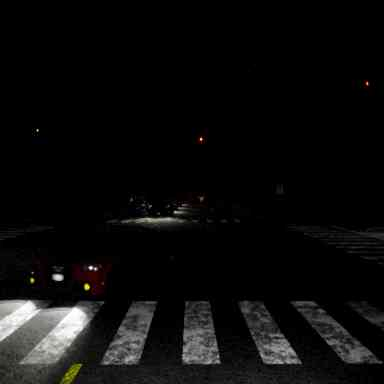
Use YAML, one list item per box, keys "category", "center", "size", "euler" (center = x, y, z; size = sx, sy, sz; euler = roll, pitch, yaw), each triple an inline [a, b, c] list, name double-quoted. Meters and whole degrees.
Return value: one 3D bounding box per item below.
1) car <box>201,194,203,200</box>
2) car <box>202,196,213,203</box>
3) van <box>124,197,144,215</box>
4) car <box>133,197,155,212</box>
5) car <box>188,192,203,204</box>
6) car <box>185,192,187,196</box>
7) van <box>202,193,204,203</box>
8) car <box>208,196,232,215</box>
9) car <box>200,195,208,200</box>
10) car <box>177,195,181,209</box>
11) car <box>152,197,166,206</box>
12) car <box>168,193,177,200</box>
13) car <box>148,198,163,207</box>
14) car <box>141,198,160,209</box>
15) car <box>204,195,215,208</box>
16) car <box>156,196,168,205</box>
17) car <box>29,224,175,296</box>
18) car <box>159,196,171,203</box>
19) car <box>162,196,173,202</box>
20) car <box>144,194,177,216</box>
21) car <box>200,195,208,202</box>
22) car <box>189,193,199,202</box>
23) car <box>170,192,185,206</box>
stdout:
- category: "car"
  center: [3.087, 1.526, 61.870]
  size: [1.752, 1.417, 4.829]
  euler: [0, 0, 0]
- category: "car"
  center: [3.124, 1.550, 67.369]
  size: [2.008, 1.369, 4.403]
  euler: [0, 0, 0]
- category: "van"
  center: [-5.635, 1.342, 33.411]
  size: [1.690, 1.788, 3.998]
  euler: [0, 0, 0]
- category: "car"
  center: [-5.596, 1.442, 39.079]
  size: [1.967, 1.590, 4.097]
  euler: [0, 0, 0]
- category: "car"
  center: [0.430, 1.221, 63.379]
  size: [2.150, 2.045, 5.566]
  euler: [0, 0, 0]
- category: "car"
  center: [-2.629, 1.352, 62.398]
  size: [2.097, 1.767, 4.553]
  euler: [0, 0, 1]
- category: "van"
  center: [3.046, 1.342, 56.031]
  size: [1.690, 1.788, 3.998]
  euler: [0, 0, 0]
- category: "car"
  center: [2.891, 1.441, 33.355]
  size: [1.967, 1.590, 4.097]
  euler: [0, 0, 0]
- category: "car"
  center: [3.280, 1.555, 90.047]
  size: [1.947, 1.339, 4.313]
  euler: [0, 0, 0]
- category: "car"
  center: [-2.815, 1.479, 42.045]
  size: [1.882, 1.535, 5.008]
  euler: [0, 0, 1]
- category: "car"
  center: [-5.479, 1.567, 56.084]
  size: [1.947, 1.339, 4.313]
  euler: [0, 0, 0]
- category: "car"
  center: [-5.246, 1.305, 90.093]
  size: [2.192, 1.841, 5.009]
  euler: [0, 0, 0]
- category: "car"
  center: [-5.518, 1.584, 50.416]
  size: [1.802, 1.307, 4.206]
  euler: [0, 0, 0]
- category: "car"
  center: [-5.557, 1.568, 44.747]
  size: [1.947, 1.339, 4.313]
  euler: [0, 0, 0]
- category: "car"
  center: [2.969, 1.442, 44.693]
  size: [1.967, 1.590, 4.097]
  euler: [0, 0, 0]
- category: "car"
  center: [-5.441, 1.526, 61.582]
  size: [1.752, 1.417, 4.829]
  euler: [0, 0, 0]
- category: "car"
  center: [-2.044, 1.566, 8.682]
  size: [1.994, 1.385, 4.181]
  euler: [0, 0, 21]
- category: "car"
  center: [-5.401, 1.565, 67.420]
  size: [1.947, 1.339, 4.313]
  euler: [0, 0, 0]
- category: "car"
  center: [-5.362, 1.542, 73.088]
  size: [1.887, 1.381, 4.507]
  euler: [0, 0, 0]
- category: "car"
  center: [-2.925, 1.353, 32.108]
  size: [2.097, 1.767, 4.553]
  euler: [0, 0, 2]
- category: "car"
  center: [2.890, 1.451, 79.541]
  size: [1.801, 1.575, 5.366]
  euler: [0, 0, 0]
- category: "car"
  center: [0.501, 1.184, 73.739]
  size: [2.097, 1.767, 4.553]
  euler: [0, 0, 0]
- category: "car"
  center: [-2.741, 1.223, 52.172]
  size: [2.150, 2.045, 5.566]
  euler: [0, 0, 1]
